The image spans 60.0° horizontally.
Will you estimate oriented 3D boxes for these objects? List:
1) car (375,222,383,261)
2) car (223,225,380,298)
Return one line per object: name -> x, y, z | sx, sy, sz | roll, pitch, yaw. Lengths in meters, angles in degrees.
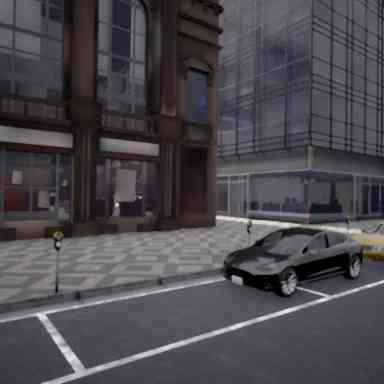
car -> 7.238, 1.645, 11.930 | 4.829, 1.417, 1.752 | 1, 0, -36
car -> 2.799, 1.634, 8.759 | 4.313, 1.339, 1.947 | 1, 0, -36
